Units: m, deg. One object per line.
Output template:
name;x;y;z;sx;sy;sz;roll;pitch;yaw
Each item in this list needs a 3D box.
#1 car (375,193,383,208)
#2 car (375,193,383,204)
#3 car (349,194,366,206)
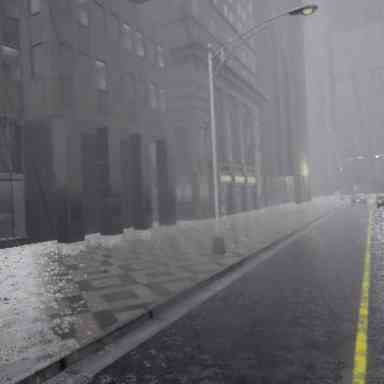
car;21.699;1.076;37.170;1.895;1.301;4.718;-3;-1;29
car;27.690;0.865;48.259;1.812;1.442;4.674;-3;-1;28
car;22.753;1.009;45.450;2.128;1.511;4.902;-3;-1;28
